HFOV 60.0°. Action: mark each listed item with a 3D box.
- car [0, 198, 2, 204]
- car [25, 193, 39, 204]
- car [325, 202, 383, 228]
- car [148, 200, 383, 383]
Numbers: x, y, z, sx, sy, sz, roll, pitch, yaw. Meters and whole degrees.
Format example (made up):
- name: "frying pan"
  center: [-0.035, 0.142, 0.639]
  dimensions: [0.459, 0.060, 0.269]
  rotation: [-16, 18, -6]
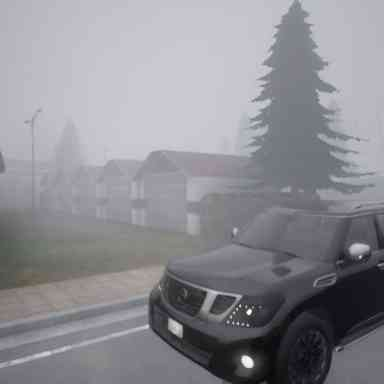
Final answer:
- name: "car"
  center: [-37.408, 1.430, 62.892]
  dimensions: [2.242, 1.667, 4.611]
  rotation: [-1, 0, -36]
- name: "car"
  center: [-30.280, 1.220, 62.693]
  dimensions: [1.905, 1.878, 3.866]
  rotation: [-1, 0, -36]
- name: "car"
  center: [11.138, 1.401, 21.956]
  dimensions: [1.994, 1.385, 4.181]
  rotation: [0, 0, -25]
- name: "car"
  center: [2.063, 1.184, 5.412]
  dimensions: [5.566, 2.045, 2.150]
  rotation: [-1, 0, -35]
